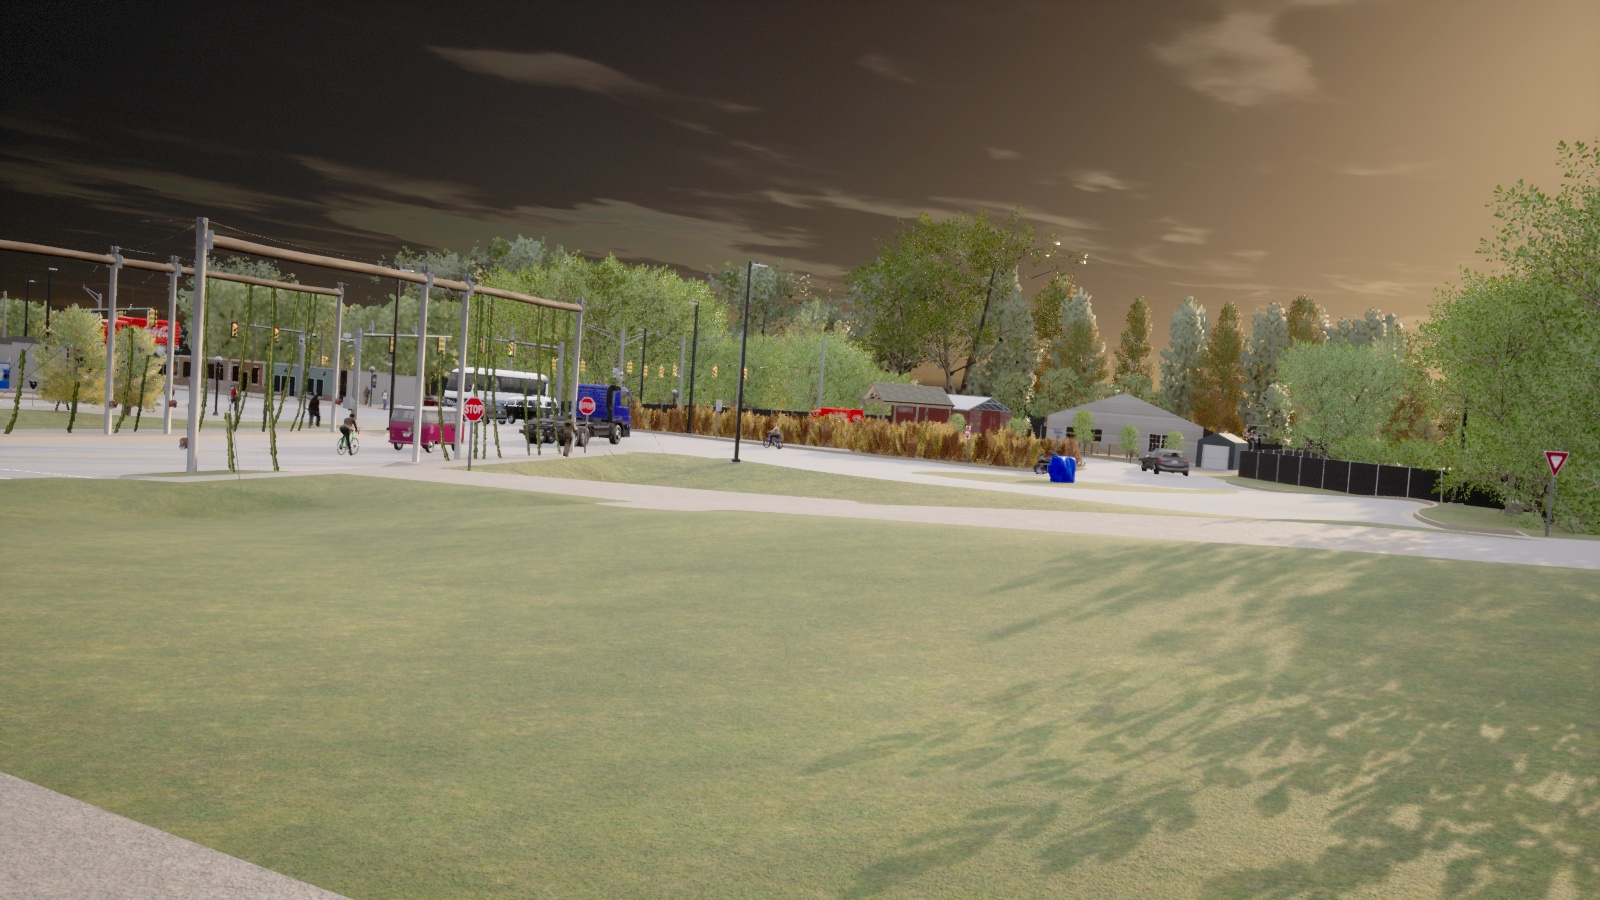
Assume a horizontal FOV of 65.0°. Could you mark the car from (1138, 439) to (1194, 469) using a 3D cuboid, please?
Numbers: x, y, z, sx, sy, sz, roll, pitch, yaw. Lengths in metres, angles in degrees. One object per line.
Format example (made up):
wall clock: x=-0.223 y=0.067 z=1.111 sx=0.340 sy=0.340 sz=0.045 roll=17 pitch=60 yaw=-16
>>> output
car: x=23.954 y=0.222 z=82.359 sx=2.242 sy=1.667 sz=4.611 roll=2 pitch=3 yaw=0

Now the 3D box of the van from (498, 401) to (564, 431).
van: x=-19.263 y=-2.459 z=89.870 sx=4.480 sy=2.038 sz=2.069 roll=3 pitch=3 yaw=36

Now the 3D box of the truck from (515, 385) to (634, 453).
truck: x=-12.522 y=-1.824 z=70.635 sx=2.891 sy=3.462 sz=7.936 roll=4 pitch=4 yaw=19

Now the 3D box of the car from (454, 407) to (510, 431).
car: x=-22.152 y=-2.189 z=87.416 sx=3.705 sy=1.549 sz=1.789 roll=3 pitch=3 yaw=35

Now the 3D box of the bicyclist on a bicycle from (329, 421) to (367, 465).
bicyclist on a bicycle: x=-17.510 y=-0.284 z=48.690 sx=0.582 sy=1.620 sz=1.656 roll=4 pitch=2 yaw=8

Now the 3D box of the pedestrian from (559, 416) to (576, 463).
pedestrian: x=-9.764 y=-0.441 z=52.795 sx=0.396 sy=1.930 sz=0.692 roll=4 pitch=3 yaw=10

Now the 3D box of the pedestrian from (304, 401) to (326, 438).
pedestrian: x=-25.248 y=-1.601 z=65.325 sx=0.634 sy=1.844 sz=0.899 roll=4 pitch=3 yaw=10

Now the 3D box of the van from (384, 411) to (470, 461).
van: x=-16.405 y=-0.647 z=55.471 sx=1.775 sy=1.987 sz=4.442 roll=4 pitch=2 yaw=10

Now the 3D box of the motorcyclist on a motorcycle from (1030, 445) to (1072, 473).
motorcyclist on a motorcycle: x=14.854 y=0.519 z=74.185 sx=2.191 sy=1.530 sz=0.866 roll=3 pitch=1 yaw=-12
